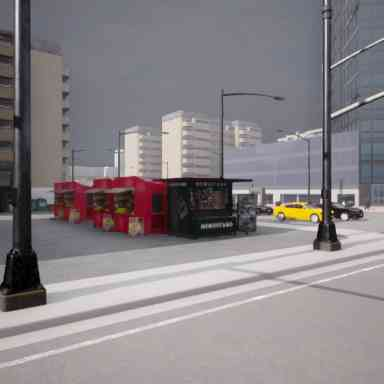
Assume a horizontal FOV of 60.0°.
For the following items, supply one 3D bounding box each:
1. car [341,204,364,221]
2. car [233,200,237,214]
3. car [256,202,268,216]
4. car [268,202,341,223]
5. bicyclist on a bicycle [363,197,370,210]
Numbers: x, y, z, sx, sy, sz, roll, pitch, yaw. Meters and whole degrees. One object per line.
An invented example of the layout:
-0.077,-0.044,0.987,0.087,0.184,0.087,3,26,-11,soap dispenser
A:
12.052,1.586,28.553,1.882,1.535,5.008,0,-1,-36,car
3.127,1.454,34.907,2.150,2.045,5.566,0,-1,-36,car
6.771,1.777,35.835,1.994,1.385,4.181,0,-1,-36,car
8.948,1.588,26.838,1.882,1.535,5.008,0,-1,-38,car
22.309,1.464,42.475,1.656,1.620,0.582,0,0,-36,bicyclist on a bicycle
